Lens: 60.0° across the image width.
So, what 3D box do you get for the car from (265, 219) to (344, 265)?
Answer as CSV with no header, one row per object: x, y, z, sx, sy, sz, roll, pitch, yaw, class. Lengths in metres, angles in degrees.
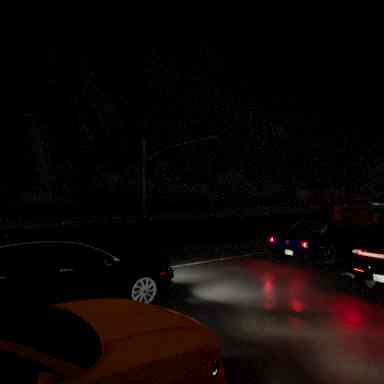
4.818,1.590,11.652,4.718,1.301,1.895,0,0,-36,car

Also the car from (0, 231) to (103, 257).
-2.620,1.504,6.176,4.892,1.490,1.837,0,0,-36,car

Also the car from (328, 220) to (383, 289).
5.678,1.483,7.946,4.902,1.511,2.128,0,0,-36,car

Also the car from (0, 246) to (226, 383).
-1.969,1.477,2.320,5.008,1.535,1.882,0,0,-36,car

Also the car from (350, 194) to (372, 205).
27.581,1.134,54.779,4.553,1.767,2.097,0,0,-36,car

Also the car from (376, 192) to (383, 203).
35.928,0.951,60.865,5.566,2.045,2.150,0,0,-36,car
